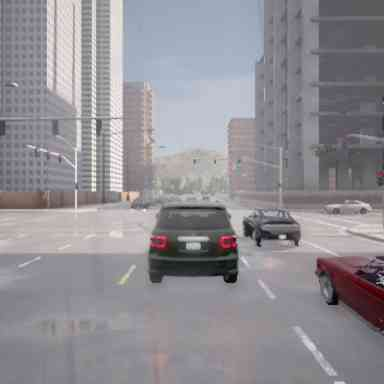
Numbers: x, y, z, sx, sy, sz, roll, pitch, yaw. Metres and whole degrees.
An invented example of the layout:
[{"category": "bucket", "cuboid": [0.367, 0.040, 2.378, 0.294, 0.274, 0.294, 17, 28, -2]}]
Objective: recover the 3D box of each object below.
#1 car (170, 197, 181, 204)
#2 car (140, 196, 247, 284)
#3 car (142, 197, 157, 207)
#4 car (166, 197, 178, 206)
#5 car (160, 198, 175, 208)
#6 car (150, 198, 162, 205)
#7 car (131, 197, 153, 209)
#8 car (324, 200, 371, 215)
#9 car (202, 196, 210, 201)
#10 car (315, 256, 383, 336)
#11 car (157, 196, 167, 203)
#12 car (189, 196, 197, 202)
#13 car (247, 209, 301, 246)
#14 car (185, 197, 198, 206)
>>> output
[{"category": "car", "cuboid": [-3.471, 1.753, 71.250, 1.994, 1.385, 4.181, 0, 0, 1]}, {"category": "car", "cuboid": [0.039, 1.252, 9.831, 2.150, 2.045, 5.566, 0, 0, 0]}, {"category": "car", "cuboid": [-7.255, 1.665, 56.743, 1.837, 1.490, 4.892, 0, 0, 1]}, {"category": "car", "cuboid": [-3.666, 1.678, 61.486, 1.837, 1.490, 4.892, 0, 0, 1]}, {"category": "car", "cuboid": [-3.818, 1.652, 52.107, 1.837, 1.490, 4.892, 0, 0, 1]}, {"category": "car", "cuboid": [-7.071, 1.787, 66.083, 1.895, 1.301, 4.718, 0, 0, 1]}, {"category": "car", "cuboid": [-7.368, 1.487, 47.842, 2.097, 1.767, 4.553, 0, 0, 1]}, {"category": "car", "cuboid": [16.554, 1.625, 35.453, 4.674, 1.442, 1.812, 0, 0, 0]}, {"category": "car", "cuboid": [3.785, 1.752, 89.732, 1.837, 1.490, 4.892, 0, 0, 1]}, {"category": "car", "cuboid": [3.590, 1.616, 5.138, 1.895, 1.301, 4.718, 0, 0, 0]}, {"category": "car", "cuboid": [-6.900, 1.712, 76.403, 1.837, 1.490, 4.892, 0, 0, 1]}, {"category": "car", "cuboid": [0.242, 1.839, 86.643, 1.895, 1.301, 4.718, 0, 0, 1]}, {"category": "car", "cuboid": [3.536, 1.536, 15.427, 2.128, 1.511, 4.902, 0, 0, 0]}, {"category": "car", "cuboid": [-0.040, 1.657, 58.978, 2.128, 1.511, 4.902, 0, 0, 1]}]
